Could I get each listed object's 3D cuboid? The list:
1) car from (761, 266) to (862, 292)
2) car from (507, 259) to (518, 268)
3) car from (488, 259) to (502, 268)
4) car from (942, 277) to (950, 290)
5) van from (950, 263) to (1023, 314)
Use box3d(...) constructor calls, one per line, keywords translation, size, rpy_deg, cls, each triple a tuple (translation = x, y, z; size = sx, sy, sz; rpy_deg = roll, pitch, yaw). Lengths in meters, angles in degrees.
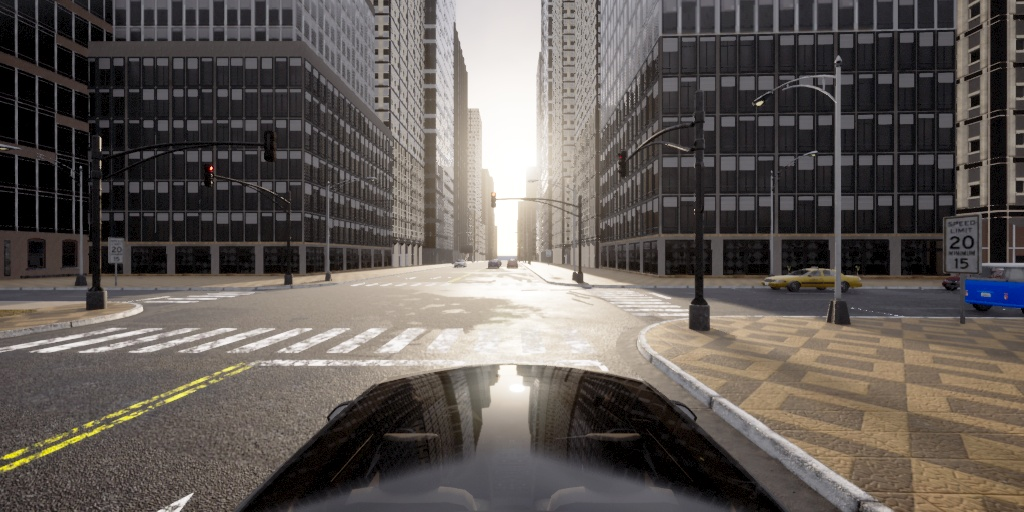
box3d(translation=(17.113, 1.293, 20.612), size=(4.829, 1.417, 1.751), rpy_deg=(0, 0, 2), cls="car")
box3d(translation=(0.084, 1.425, 63.635), size=(1.994, 1.385, 4.181), rpy_deg=(0, 0, 0), cls="car")
box3d(translation=(-3.167, 1.335, 62.806), size=(1.882, 1.535, 5.008), rpy_deg=(0, 0, 0), cls="car")
box3d(translation=(26.947, 1.356, 20.114), size=(4.207, 1.307, 1.802), rpy_deg=(0, 0, 2), cls="car")
box3d(translation=(18.373, 1.119, 12.438), size=(3.998, 1.789, 1.690), rpy_deg=(0, 0, 2), cls="van")
